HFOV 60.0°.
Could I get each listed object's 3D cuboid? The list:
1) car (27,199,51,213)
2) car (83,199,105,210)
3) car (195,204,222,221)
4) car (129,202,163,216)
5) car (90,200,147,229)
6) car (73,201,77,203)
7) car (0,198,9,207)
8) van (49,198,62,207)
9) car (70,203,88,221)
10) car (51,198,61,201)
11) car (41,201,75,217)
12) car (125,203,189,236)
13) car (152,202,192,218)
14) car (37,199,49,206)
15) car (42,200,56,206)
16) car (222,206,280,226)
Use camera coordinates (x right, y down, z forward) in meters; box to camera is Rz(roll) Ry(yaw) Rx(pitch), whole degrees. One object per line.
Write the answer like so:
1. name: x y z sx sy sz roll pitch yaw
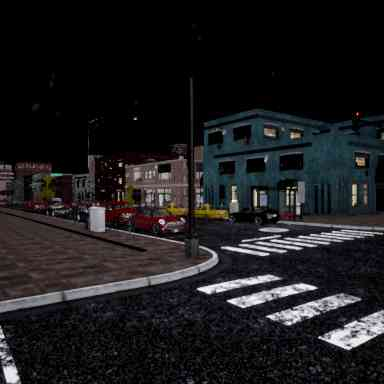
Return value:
1. car: -22.264 1.952 47.551 2.192 1.841 5.009 -1 0 -36
2. car: -15.533 2.003 52.491 1.967 1.590 4.097 -1 0 -36
3. car: 1.178 1.753 29.901 1.752 1.417 4.829 -1 0 -36
4. car: -5.445 1.911 38.855 2.008 1.369 4.403 -1 0 -36
5. car: -5.454 1.616 24.824 2.192 1.841 5.009 -1 0 -36
6. car: -22.254 2.279 61.582 1.802 1.307 4.206 -1 0 -36
7. car: -42.470 2.358 74.798 2.192 1.841 5.009 -1 0 -36
8. van: -28.983 2.174 70.673 1.690 1.788 3.998 -1 0 -36
9. car: -8.811 1.919 29.370 2.008 1.369 4.403 -1 0 -36
10. car: -25.297 2.265 61.343 1.812 1.442 4.674 -1 0 -35
11. car: -15.535 2.053 38.460 2.008 1.369 4.403 -1 0 -36
12. car: -2.089 1.674 20.279 1.967 1.590 4.097 -1 0 -36
13. car: -2.184 1.821 34.446 1.752 1.417 4.829 -1 0 -36
14. car: -35.803 2.495 79.901 1.752 1.417 4.829 -1 0 -36
15. car: -32.340 2.445 75.219 1.887 1.381 4.507 -1 0 -36
16. car: 4.643 1.725 25.219 1.947 1.339 4.313 -1 0 -36
